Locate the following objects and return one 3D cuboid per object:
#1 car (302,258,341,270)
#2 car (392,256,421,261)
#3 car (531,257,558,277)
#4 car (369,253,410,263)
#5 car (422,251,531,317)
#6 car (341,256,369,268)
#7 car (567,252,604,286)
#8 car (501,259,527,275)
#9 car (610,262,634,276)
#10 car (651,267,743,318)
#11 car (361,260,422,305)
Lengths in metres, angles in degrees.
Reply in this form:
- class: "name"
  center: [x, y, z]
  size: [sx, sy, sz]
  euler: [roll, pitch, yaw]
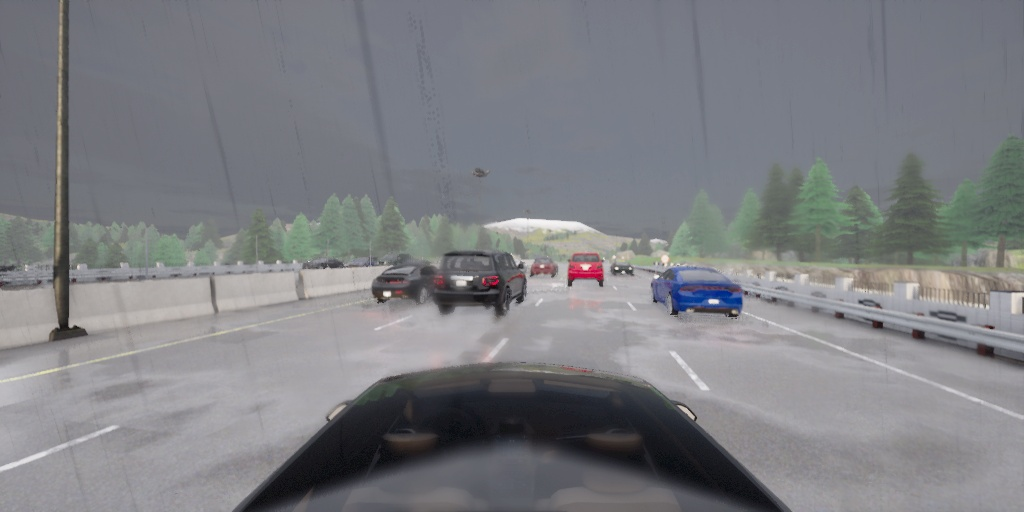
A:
- class: "car"
  center: [-20.726, 0.936, 39.520]
  size: [1.882, 1.535, 5.008]
  euler: [0, 0, 11]
- class: "car"
  center: [-10.285, 0.999, 38.181]
  size: [2.128, 1.511, 4.902]
  euler: [0, 0, 11]
- class: "car"
  center: [2.949, 0.911, 31.996]
  size: [2.097, 1.767, 4.553]
  euler: [0, 0, 11]
- class: "car"
  center: [-13.353, 0.722, 40.663]
  size: [2.150, 2.045, 5.566]
  euler: [0, 0, 11]
- class: "car"
  center: [-0.900, 0.837, 12.808]
  size: [2.150, 2.045, 5.566]
  euler: [0, 1, 11]
- class: "car"
  center: [-16.853, 0.835, 41.005]
  size: [2.097, 1.767, 4.553]
  euler: [0, 0, 12]
- class: "car"
  center: [4.806, 0.792, 23.444]
  size: [2.150, 2.045, 5.566]
  euler: [0, 0, 11]
- class: "car"
  center: [0.283, 1.082, 36.502]
  size: [1.812, 1.442, 4.674]
  euler: [0, 0, 11]
- class: "car"
  center: [10.785, 1.208, 35.476]
  size: [1.895, 1.301, 4.718]
  euler: [0, 0, 11]
- class: "car"
  center: [6.185, 1.113, 12.542]
  size: [1.882, 1.535, 5.008]
  euler: [0, 0, 11]
- class: "car"
  center: [-3.988, 1.089, 15.211]
  size: [1.837, 1.490, 4.892]
  euler: [0, 1, 11]
